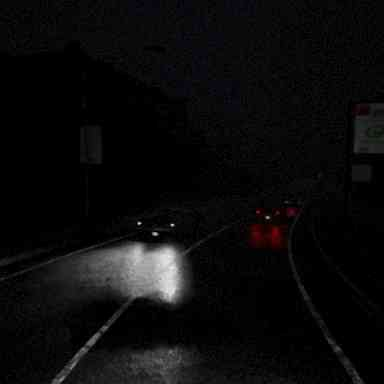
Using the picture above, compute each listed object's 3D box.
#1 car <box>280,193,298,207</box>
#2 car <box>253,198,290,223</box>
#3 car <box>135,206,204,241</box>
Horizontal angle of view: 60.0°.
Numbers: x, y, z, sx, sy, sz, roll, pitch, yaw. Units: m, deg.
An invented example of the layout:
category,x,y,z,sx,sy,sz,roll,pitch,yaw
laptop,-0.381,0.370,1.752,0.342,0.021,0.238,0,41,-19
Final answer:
category,x,y,z,sx,sy,sz,roll,pitch,yaw
car,11.483,0.849,39.474,2.128,1.511,4.902,2,2,20
car,5.613,1.320,23.435,1.895,1.301,4.718,2,2,19
car,-0.886,1.355,15.546,1.895,1.301,4.718,2,1,16
